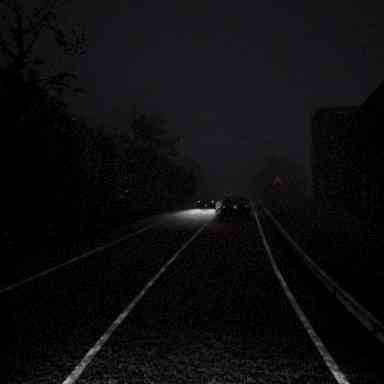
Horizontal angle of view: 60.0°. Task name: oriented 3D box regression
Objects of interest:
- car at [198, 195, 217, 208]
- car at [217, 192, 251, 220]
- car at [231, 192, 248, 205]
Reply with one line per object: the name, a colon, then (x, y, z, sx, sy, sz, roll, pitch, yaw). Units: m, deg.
car: (1.807, 1.057, 36.968, 1.895, 1.301, 4.718, 0, 1, 10)
car: (3.289, 1.029, 24.903, 2.097, 1.767, 4.553, 0, 1, 9)
car: (6.169, 0.771, 42.548, 1.882, 1.535, 5.008, -1, 1, 10)
